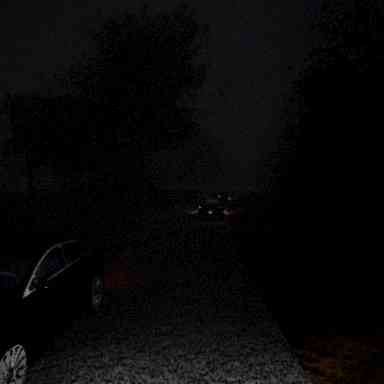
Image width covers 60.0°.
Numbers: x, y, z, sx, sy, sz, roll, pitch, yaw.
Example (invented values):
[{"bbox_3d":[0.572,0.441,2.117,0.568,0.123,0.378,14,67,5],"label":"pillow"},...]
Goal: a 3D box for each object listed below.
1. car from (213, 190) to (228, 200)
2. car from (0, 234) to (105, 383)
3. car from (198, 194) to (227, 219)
[{"bbox_3d":[3.492,0.405,41.591,1.994,1.385,4.181,0,3,7],"label":"car"},{"bbox_3d":[-2.714,1.470,4.911,2.128,1.511,4.902,1,0,1],"label":"car"},{"bbox_3d":[1.468,1.141,24.786,1.812,1.442,4.674,0,1,6],"label":"car"}]
